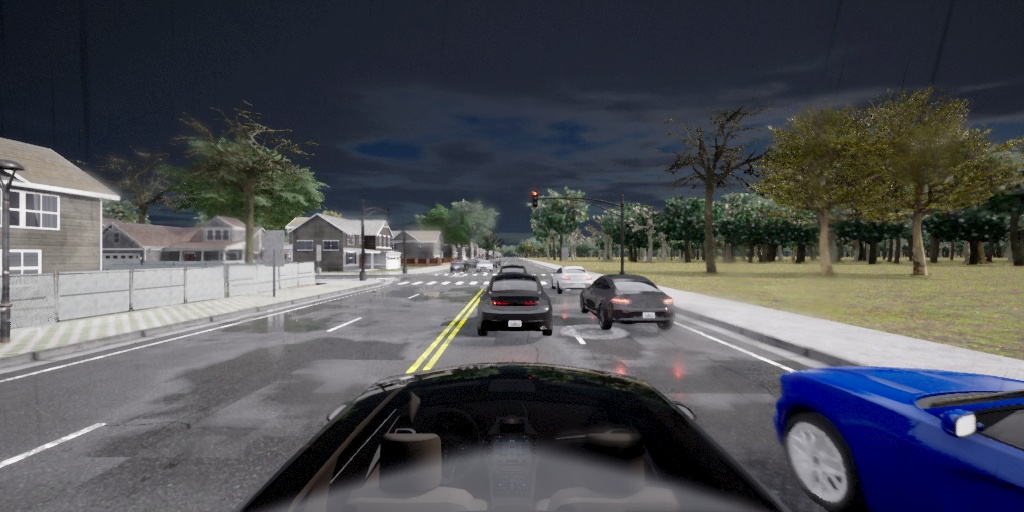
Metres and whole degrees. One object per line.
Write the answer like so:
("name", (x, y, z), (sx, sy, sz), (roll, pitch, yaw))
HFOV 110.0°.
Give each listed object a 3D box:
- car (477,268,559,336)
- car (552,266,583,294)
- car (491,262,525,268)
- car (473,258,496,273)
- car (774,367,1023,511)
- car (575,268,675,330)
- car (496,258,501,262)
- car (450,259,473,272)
("car", (0.084, 1.255, 10.370), (1.837, 1.490, 4.892), (0, 0, 0))
("car", (3.313, 1.275, 20.114), (1.812, 1.442, 4.674), (0, 0, 0))
("car", (0.060, 1.254, 19.786), (1.837, 1.490, 4.892), (0, 0, 0))
("car", (-3.339, 1.267, 44.641), (1.812, 1.442, 4.674), (0, 0, 0))
("car", (3.350, 1.228, 1.266), (1.882, 1.535, 5.008), (0, 0, 0))
("car", (3.334, 1.275, 11.009), (1.812, 1.442, 4.674), (0, 0, 0))
("car", (-3.321, 1.233, 58.932), (1.837, 1.490, 4.892), (0, 0, 0))
("car", (-6.587, 1.232, 45.091), (2.128, 1.511, 4.902), (0, 0, 0))
